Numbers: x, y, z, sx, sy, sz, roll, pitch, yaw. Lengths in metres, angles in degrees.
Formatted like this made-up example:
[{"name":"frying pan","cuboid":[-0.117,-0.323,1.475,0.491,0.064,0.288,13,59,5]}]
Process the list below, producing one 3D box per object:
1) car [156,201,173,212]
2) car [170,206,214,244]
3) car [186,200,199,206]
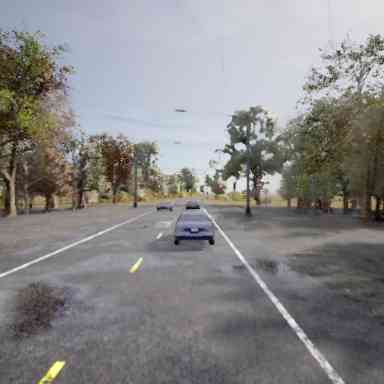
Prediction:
[{"name":"car","cuboid":[-3.554,1.827,43.750,1.994,1.385,4.181,0,0,0]},{"name":"car","cuboid":[0.100,1.647,16.453,2.033,1.411,5.357,0,0,0]},{"name":"car","cuboid":[0.101,1.863,49.759,1.994,1.385,4.181,0,0,0]}]
